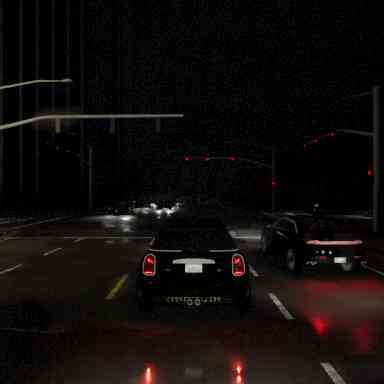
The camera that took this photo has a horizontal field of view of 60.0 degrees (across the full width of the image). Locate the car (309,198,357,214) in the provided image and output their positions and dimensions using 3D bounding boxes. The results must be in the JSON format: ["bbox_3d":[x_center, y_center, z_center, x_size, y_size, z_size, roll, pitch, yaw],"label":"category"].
[{"bbox_3d":[14.606,1.407,34.682,4.553,1.767,2.097,0,0,2],"label":"car"}]

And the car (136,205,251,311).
[{"bbox_3d":[0.042,1.352,7.931,2.097,1.767,4.553,0,0,0],"label":"car"}]

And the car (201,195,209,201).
[{"bbox_3d":[3.334,1.478,87.928,1.882,1.535,5.008,0,0,0],"label":"car"}]

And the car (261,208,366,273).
[{"bbox_3d":[3.599,1.492,10.741,2.128,1.511,4.902,0,0,-3],"label":"car"}]

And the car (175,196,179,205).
[{"bbox_3d":[-3.692,1.491,54.563,2.128,1.511,4.902,0,0,0],"label":"car"}]

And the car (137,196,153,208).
[{"bbox_3d":[-7.186,1.352,47.463,2.097,1.767,4.553,0,0,0],"label":"car"}]

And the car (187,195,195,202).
[{"bbox_3d":[-0.147,1.478,77.845,1.882,1.535,5.008,0,0,0],"label":"car"}]

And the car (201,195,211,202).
[{"bbox_3d":[3.353,1.500,77.829,1.837,1.490,4.892,0,0,0],"label":"car"}]

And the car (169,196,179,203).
[{"bbox_3d":[-3.638,1.506,68.351,1.837,1.490,4.892,0,0,0],"label":"car"}]

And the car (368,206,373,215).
[{"bbox_3d":[19.117,1.560,31.129,4.892,1.490,1.837,0,0,0],"label":"car"}]

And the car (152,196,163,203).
[{"bbox_3d":[-7.131,1.595,69.209,1.895,1.301,4.718,0,0,0],"label":"car"}]

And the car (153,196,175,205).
[{"bbox_3d":[-3.508,1.550,42.532,2.033,1.411,5.357,0,0,-3],"label":"car"}]

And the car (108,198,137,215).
[{"bbox_3d":[-7.161,1.560,33.877,1.812,1.442,4.674,0,0,0],"label":"car"}]
